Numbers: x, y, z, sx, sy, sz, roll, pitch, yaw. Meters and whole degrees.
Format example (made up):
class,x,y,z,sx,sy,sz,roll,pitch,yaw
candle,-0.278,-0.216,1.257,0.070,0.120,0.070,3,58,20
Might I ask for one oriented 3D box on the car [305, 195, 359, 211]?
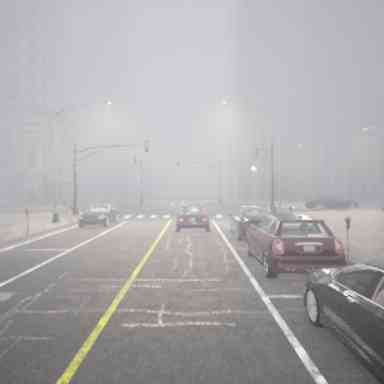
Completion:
class,x,y,z,sx,sy,sz,roll,pitch,yaw
car,13.630,1.054,32.472,5.008,1.535,1.882,-1,1,0

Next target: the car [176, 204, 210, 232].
class,x,y,z,sx,sy,sz,roll,pitch,yaw
car,0.057,1.367,18.697,2.033,1.411,5.357,0,1,0

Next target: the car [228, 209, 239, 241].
class,x,y,z,sx,sy,sz,roll,pitch,yaw
car,2.739,1.386,15.365,2.008,1.369,4.403,-1,1,0

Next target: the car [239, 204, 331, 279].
class,x,y,z,sx,sy,sz,roll,pitch,yaw
car,2.744,1.330,9.724,1.967,1.590,4.097,-1,1,0

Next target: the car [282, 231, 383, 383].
class,x,y,z,sx,sy,sz,roll,pitch,yaw
car,2.752,1.494,4.083,2.008,1.369,4.403,-1,1,0

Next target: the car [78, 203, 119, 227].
class,x,y,z,sx,sy,sz,roll,pitch,yaw
car,-5.793,1.385,20.995,2.008,1.369,4.403,-1,1,0
